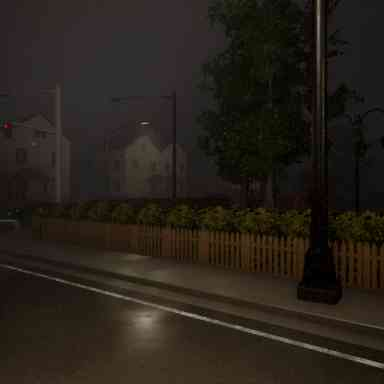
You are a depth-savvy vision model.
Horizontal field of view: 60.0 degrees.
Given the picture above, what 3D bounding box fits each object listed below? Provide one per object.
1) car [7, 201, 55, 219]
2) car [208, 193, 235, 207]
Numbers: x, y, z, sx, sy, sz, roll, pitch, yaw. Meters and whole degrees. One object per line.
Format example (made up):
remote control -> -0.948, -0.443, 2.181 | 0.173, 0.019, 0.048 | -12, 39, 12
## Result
car -> -13.761, 1.526, 29.413 | 1.812, 1.442, 4.674 | 0, 0, 35
car -> 4.216, 1.221, 48.863 | 2.150, 2.045, 5.566 | 0, 0, 35
